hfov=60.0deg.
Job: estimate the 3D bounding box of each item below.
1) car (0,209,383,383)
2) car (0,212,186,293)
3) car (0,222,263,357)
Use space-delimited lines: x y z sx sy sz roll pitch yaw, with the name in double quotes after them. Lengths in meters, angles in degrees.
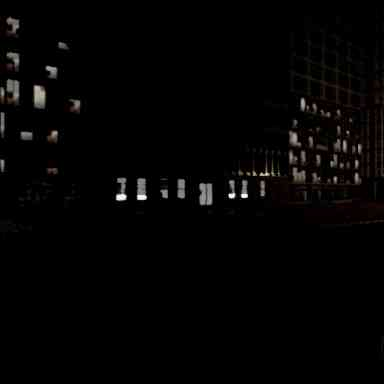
0.402 1.222 3.727 5.566 2.045 2.150 0 0 -35 "car"
-2.784 1.492 9.684 4.902 1.511 2.128 0 0 -35 "car"
-1.162 1.548 6.848 5.357 1.411 2.033 0 0 -35 "car"
